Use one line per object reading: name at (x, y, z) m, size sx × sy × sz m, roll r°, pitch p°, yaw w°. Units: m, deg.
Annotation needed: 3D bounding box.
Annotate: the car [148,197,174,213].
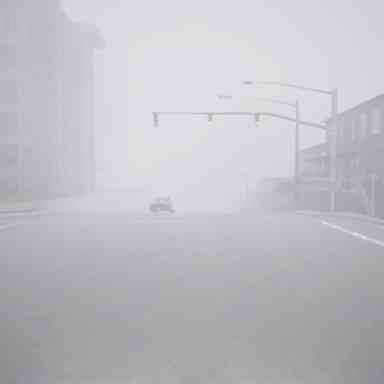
car at (-2.620, 1.151, 29.834) m, size 2.033 × 1.411 × 5.357 m, roll 0°, pitch -4°, yaw 2°
